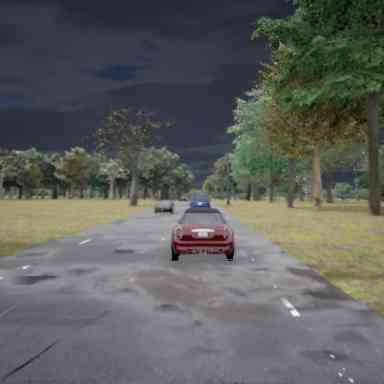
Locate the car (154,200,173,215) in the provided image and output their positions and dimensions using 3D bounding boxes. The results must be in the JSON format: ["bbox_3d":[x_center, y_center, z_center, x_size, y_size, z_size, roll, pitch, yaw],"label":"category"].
[{"bbox_3d":[-2.863,1.582,35.478,1.882,1.535,5.008,0,0,1],"label":"car"}]

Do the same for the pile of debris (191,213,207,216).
[{"bbox_3d":[0.700,2.266,33.704,1.500,0.140,1.860,0,0,1],"label":"pile of debris"}]

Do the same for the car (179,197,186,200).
[{"bbox_3d":[-1.962,1.771,76.745,1.895,1.301,4.718,0,-1,1],"label":"car"}]

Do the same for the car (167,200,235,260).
[{"bbox_3d":[0.388,1.371,12.695,2.097,1.767,4.553,0,0,1],"label":"car"}]

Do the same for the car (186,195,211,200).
[{"bbox_3d":[0.823,1.318,34.979,2.150,2.045,5.566,0,0,1],"label":"car"}]
